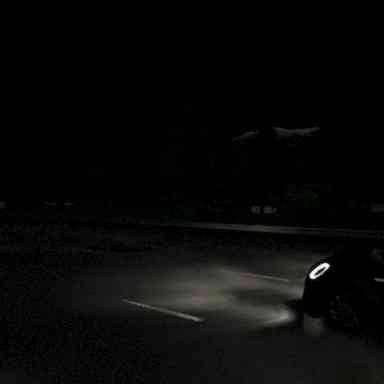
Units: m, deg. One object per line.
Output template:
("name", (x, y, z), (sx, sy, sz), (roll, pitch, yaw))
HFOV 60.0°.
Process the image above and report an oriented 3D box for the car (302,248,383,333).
("car", (4.182, 1.346, 5.309), (4.553, 1.767, 2.097), (-1, 0, 35))
